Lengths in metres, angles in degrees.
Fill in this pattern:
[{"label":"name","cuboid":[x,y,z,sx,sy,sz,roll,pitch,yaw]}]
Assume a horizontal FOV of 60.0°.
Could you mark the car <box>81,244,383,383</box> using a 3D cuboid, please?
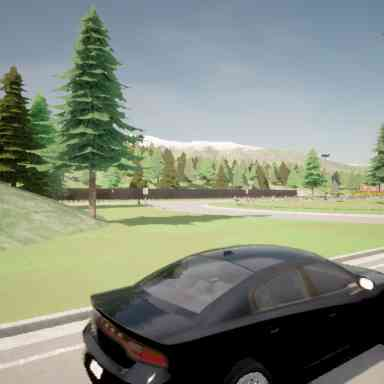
[{"label":"car","cuboid":[1.115,1.478,4.553,5.008,1.535,1.882,0,0,-36]}]
